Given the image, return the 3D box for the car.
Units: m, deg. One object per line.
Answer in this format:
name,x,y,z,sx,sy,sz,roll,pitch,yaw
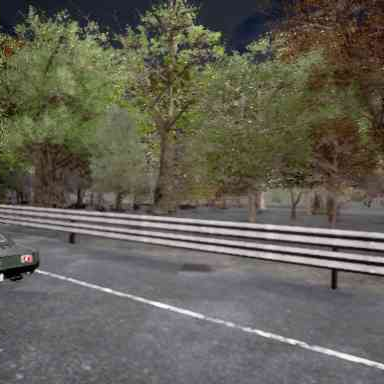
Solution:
car,-5.845,1.484,8.188,4.718,1.301,1.895,1,0,36
